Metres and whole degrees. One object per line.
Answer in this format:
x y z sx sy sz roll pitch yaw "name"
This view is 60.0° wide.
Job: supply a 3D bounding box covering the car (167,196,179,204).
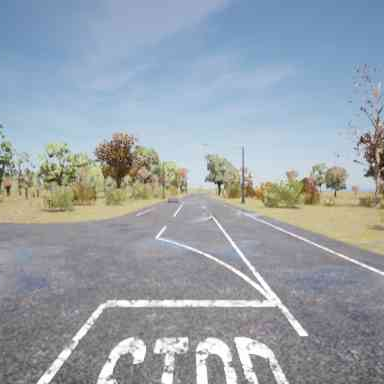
-3.408 1.475 60.044 1.994 1.385 4.181 0 0 0 "car"
